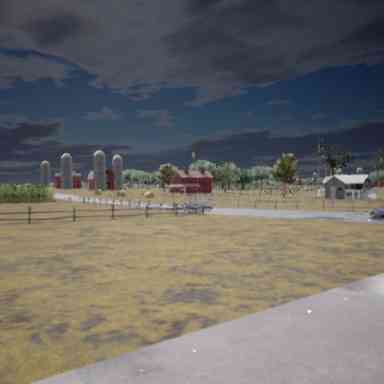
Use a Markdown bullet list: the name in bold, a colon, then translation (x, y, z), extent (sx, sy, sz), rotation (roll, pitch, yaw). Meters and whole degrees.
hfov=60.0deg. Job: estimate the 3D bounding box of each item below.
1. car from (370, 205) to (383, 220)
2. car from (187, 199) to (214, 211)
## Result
- **car**: translation (16.556, 1.615, 26.557), extent (1.994, 1.385, 4.181), rotation (-2, 0, -27)
- **car**: translation (1.171, 1.879, 49.083), extent (2.097, 1.767, 4.553), rotation (-2, 1, -35)
